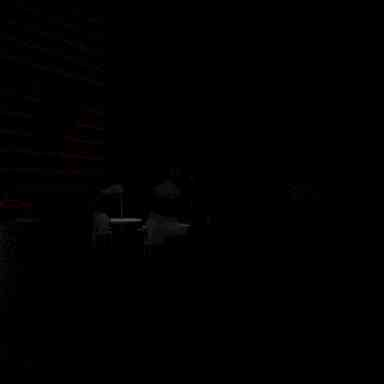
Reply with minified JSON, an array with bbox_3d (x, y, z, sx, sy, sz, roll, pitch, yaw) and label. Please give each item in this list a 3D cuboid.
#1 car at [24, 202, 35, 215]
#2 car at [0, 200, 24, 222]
[{"bbox_3d":[-18.129,1.533,32.575,1.882,1.535,5.008,0,0,40],"label":"car"},{"bbox_3d":[-15.428,1.581,24.637,1.812,1.442,4.674,0,0,42],"label":"car"}]
